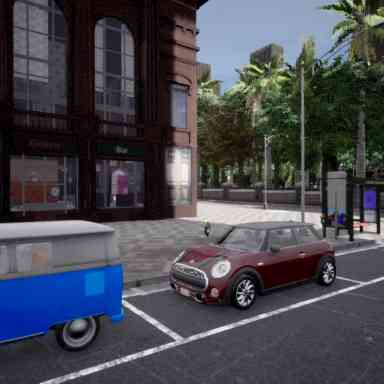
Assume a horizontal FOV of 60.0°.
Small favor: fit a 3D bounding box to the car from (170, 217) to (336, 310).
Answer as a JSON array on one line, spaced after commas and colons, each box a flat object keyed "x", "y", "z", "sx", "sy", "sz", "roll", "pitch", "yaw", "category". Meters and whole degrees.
[{"x": 1.475, "y": 1.439, "z": 7.710, "sx": 4.097, "sy": 1.590, "sz": 1.967, "roll": 0, "pitch": 0, "yaw": -36, "category": "car"}]

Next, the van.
[{"x": -2.941, "y": 1.341, "z": 4.557, "sx": 3.998, "sy": 1.788, "sz": 1.690, "roll": 0, "pitch": 0, "yaw": -36, "category": "van"}]
